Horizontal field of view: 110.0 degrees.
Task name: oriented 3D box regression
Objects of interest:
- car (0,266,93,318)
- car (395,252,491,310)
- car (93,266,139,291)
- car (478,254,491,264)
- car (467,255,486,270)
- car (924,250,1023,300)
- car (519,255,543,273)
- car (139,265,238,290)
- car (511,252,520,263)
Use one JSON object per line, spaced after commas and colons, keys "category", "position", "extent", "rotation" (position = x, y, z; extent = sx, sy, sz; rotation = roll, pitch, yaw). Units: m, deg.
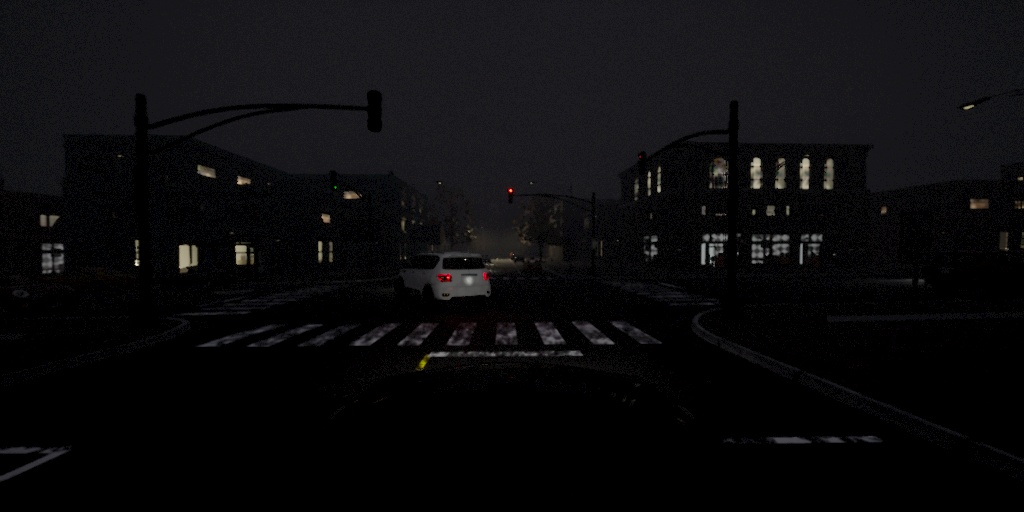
{"category": "car", "position": [-18.335, 1.280, 12.833], "extent": [4.097, 1.591, 1.967], "rotation": [0, 0, -2]}
{"category": "car", "position": [-2.952, 0.850, 14.524], "extent": [2.150, 2.045, 5.566], "rotation": [0, 1, -33]}
{"category": "car", "position": [-24.476, 1.254, 20.927], "extent": [4.829, 1.417, 1.751], "rotation": [0, 0, -2]}
{"category": "car", "position": [-4.435, 0.474, 58.785], "extent": [1.882, 1.535, 5.008], "rotation": [0, 1, -1]}
{"category": "car", "position": [-4.054, 0.702, 41.543], "extent": [1.882, 1.535, 5.008], "rotation": [0, 1, -1]}
{"category": "car", "position": [19.655, 0.675, 14.400], "extent": [5.009, 1.841, 2.192], "rotation": [0, 0, -2]}
{"category": "car", "position": [1.918, 0.851, 34.030], "extent": [1.751, 1.417, 4.829], "rotation": [0, 0, -1]}
{"category": "car", "position": [-18.658, 1.223, 21.172], "extent": [4.313, 1.339, 1.948], "rotation": [0, 0, -2]}
{"category": "car", "position": [1.247, 0.509, 61.581], "extent": [2.007, 1.370, 4.403], "rotation": [0, 0, -1]}
